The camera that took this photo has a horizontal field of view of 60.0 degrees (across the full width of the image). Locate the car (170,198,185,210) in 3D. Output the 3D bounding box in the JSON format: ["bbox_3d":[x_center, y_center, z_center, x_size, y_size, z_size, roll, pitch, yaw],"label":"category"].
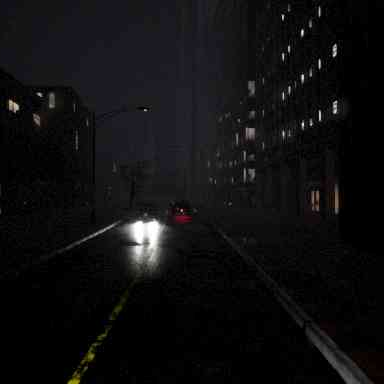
[{"bbox_3d":[-1.952,1.509,44.367,1.812,1.442,4.674,0,0,-5],"label":"car"}]

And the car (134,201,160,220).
[{"bbox_3d":[-3.687,1.484,27.854,2.128,1.511,4.902,0,0,-3],"label":"car"}]

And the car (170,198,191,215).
[{"bbox_3d":[-1.136,1.496,34.139,1.837,1.490,4.892,0,0,-4],"label":"car"}]
